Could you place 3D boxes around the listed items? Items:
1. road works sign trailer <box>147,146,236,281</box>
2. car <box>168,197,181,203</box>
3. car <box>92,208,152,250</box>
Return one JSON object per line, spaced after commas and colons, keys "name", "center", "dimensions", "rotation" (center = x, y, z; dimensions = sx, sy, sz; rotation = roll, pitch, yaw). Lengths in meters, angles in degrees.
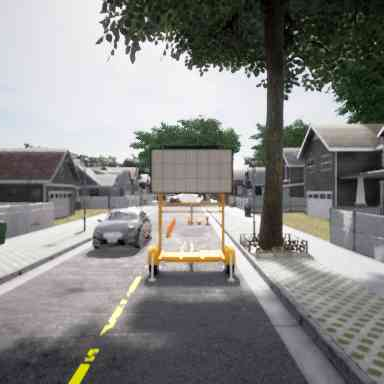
{"name": "road works sign trailer", "center": [-0.007, 0.456, 9.784], "dimensions": [2.380, 3.560, 2.880], "rotation": [0, 0, 0]}
{"name": "car", "center": [-2.905, 1.467, 56.268], "dimensions": [1.994, 1.385, 4.181], "rotation": [0, 0, 0]}
{"name": "car", "center": [-2.869, 1.478, 14.419], "dimensions": [2.128, 1.511, 4.902], "rotation": [0, 0, 0]}
